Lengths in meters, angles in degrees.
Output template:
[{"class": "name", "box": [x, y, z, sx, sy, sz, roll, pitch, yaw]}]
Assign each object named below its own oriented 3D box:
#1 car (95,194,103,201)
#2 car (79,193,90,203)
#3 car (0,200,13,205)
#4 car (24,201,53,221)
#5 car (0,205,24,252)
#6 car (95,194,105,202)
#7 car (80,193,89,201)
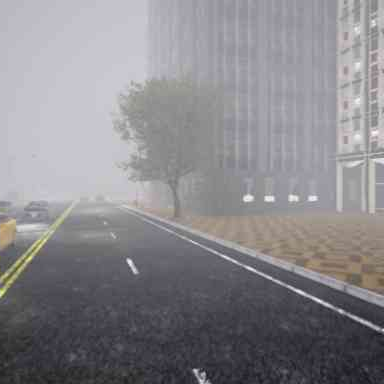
[{"class": "car", "box": [-22.586, 1.253, 80.557, 1.837, 1.490, 4.892, 0, 0, -18]}, {"class": "car", "box": [-22.516, 1.440, 69.643, 2.128, 1.511, 4.902, 0, 0, -18]}, {"class": "car", "box": [-16.014, 1.464, 27.644, 1.837, 1.490, 4.892, 0, 0, -17]}, {"class": "car", "box": [-12.333, 1.458, 26.775, 2.128, 1.511, 4.902, 0, 0, -17]}, {"class": "car", "box": [-7.559, 1.459, 11.759, 1.882, 1.535, 5.008, 0, 0, -18]}, {"class": "car", "box": [-19.419, 1.421, 70.631, 1.837, 1.490, 4.892, 0, 0, -18]}, {"class": "car", "box": [-25.673, 1.101, 79.540, 2.097, 1.767, 4.553, 0, 0, -18]}]
